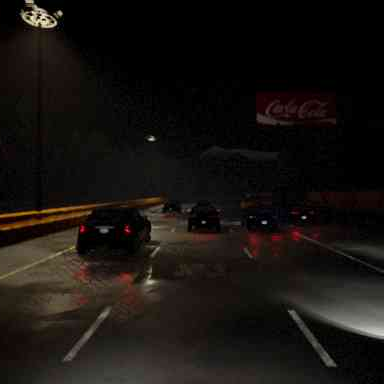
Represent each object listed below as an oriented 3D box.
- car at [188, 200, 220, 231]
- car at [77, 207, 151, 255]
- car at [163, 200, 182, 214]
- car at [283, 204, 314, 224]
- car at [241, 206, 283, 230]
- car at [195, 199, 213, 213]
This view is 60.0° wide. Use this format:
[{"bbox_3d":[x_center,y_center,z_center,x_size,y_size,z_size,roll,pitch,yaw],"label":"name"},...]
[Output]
[{"bbox_3d":[0.750,1.541,21.080,1.882,1.535,5.008,0,0,2],"label":"car"},{"bbox_3d":[-2.989,1.384,13.703,2.097,1.767,4.553,0,0,2],"label":"car"},{"bbox_3d":[-2.201,1.629,37.469,1.812,1.442,4.674,0,0,2],"label":"car"},{"bbox_3d":[7.905,1.619,25.485,1.812,1.442,4.674,0,0,2],"label":"car"},{"bbox_3d":[4.270,1.598,21.539,1.812,1.442,4.674,0,0,2],"label":"car"},{"bbox_3d":[1.398,1.668,40.301,2.033,1.411,5.357,0,0,2],"label":"car"}]
